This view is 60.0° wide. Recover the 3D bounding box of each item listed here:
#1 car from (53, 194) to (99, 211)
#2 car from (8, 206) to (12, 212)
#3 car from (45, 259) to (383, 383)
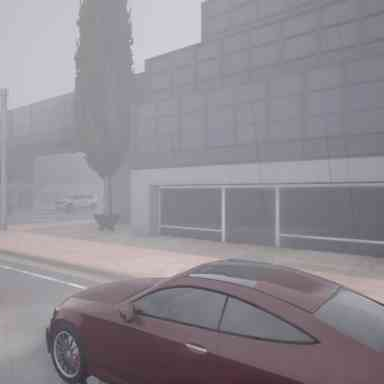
[{"bbox_3d":[-13.932,1.221,40.391,2.150,2.045,5.566,0,0,36],"label":"car"},{"bbox_3d":[-20.069,1.601,31.823,1.895,1.301,4.718,0,0,36],"label":"car"},{"bbox_3d":[0.308,1.526,3.746,4.674,1.442,1.812,0,0,35],"label":"car"}]
